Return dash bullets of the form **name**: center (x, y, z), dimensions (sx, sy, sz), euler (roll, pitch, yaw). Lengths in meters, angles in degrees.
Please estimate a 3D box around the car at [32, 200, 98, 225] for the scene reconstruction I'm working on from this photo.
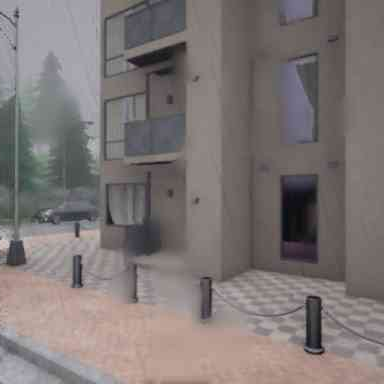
- **car**: center (-9.235, 1.378, 24.385), dimensions (2.097, 1.767, 4.553), euler (0, 0, 35)
